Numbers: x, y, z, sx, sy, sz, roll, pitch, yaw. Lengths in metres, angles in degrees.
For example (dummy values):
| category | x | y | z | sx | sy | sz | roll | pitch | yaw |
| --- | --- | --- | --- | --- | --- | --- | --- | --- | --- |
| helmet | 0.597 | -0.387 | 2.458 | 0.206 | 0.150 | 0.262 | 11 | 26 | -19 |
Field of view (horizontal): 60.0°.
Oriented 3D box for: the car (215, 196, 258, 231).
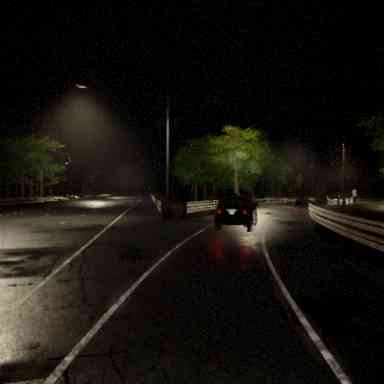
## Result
| category | x | y | z | sx | sy | sz | roll | pitch | yaw |
| --- | --- | --- | --- | --- | --- | --- | --- | --- | --- |
| car | 2.869 | 1.242 | 20.917 | 2.150 | 2.045 | 5.566 | 0 | 0 | 15 |

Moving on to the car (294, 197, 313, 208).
| category | x | y | z | sx | sy | sz | roll | pitch | yaw |
| --- | --- | --- | --- | --- | --- | --- | --- | --- | --- |
| car | 16.914 | 1.590 | 50.020 | 1.837 | 1.490 | 4.892 | 0 | 0 | 35 |
